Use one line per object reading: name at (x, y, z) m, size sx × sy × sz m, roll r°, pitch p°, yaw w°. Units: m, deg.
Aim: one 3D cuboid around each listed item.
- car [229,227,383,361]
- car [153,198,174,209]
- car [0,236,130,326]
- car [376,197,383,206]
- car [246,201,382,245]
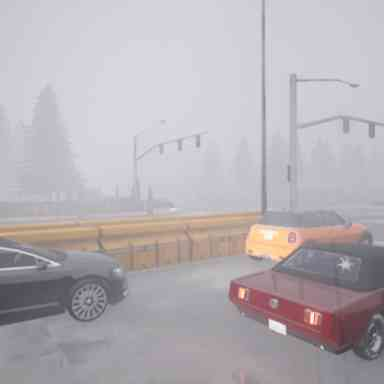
car at (2.990, 1.565, 5.885) m, size 4.718 × 1.301 × 1.895 m, roll 0°, pitch 0°, yaw -36°
car at (-4.185, 1.428, 44.027) m, size 1.994 × 1.385 × 4.181 m, roll 0°, pitch 0°, yaw -36°
car at (-3.476, 1.490, 5.559) m, size 4.902 × 1.511 × 2.128 m, roll 0°, pitch 0°, yaw -36°
car at (26.315, 1.256, 44.287) m, size 5.357 × 1.411 × 2.033 m, roll 0°, pitch 0°, yaw -35°
car at (3.937, 1.294, 10.865) m, size 4.553 × 1.767 × 2.097 m, roll 0°, pitch 0°, yaw -36°
